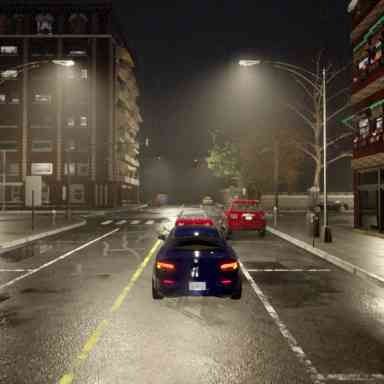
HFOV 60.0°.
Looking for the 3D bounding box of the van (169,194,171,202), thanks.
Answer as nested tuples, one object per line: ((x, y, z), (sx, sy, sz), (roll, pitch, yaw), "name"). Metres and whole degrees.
((-5.686, 1.389, 67.324), (1.690, 1.788, 3.998), (1, 0, 0), "van")

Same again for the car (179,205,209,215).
((0.097, 1.609, 18.025), (1.895, 1.301, 4.718), (0, 0, 0), "car")

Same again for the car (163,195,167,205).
((-5.688, 1.619, 56.246), (1.802, 1.307, 4.206), (1, 0, 0), "car")

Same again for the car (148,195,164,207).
((-5.687, 1.614, 50.709), (1.802, 1.307, 4.206), (1, 0, 0), "car")

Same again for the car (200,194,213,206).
((2.692, 1.562, 56.413), (1.752, 1.417, 4.829), (1, 0, 0), "car")

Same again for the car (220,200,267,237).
((2.704, 1.323, 18.212), (2.192, 1.841, 5.009), (1, 0, 0), "car")

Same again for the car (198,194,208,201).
((2.690, 1.381, 83.933), (2.192, 1.841, 5.009), (1, 0, 0), "car")

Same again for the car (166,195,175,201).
((-5.695, 1.624, 89.479), (2.008, 1.369, 4.403), (1, 0, 0), "car")

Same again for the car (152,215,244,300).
((0.100, 1.529, 8.281), (1.812, 1.442, 4.674), (0, 0, 0), "car")

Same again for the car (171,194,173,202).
((-5.691, 1.635, 72.863), (1.802, 1.307, 4.206), (1, 0, 0), "car")

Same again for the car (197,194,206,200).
((2.688, 1.396, 95.009), (2.192, 1.841, 5.009), (1, 0, 0), "car")

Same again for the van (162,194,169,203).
((-5.685, 1.383, 61.785), (1.690, 1.788, 3.998), (1, 0, 0), "van")

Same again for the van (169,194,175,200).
((-5.692, 1.422, 95.017), (1.690, 1.788, 3.998), (1, 0, 0), "van")

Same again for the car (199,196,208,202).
((2.687, 1.626, 78.395), (1.947, 1.339, 4.313), (1, 0, 0), "car")

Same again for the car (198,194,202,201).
((2.689, 1.604, 72.856), (2.008, 1.369, 4.403), (1, 0, 0), "car")

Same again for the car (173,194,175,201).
((-5.692, 1.610, 78.402), (2.008, 1.369, 4.403), (1, 0, 0), "car")

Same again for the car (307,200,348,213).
((15.205, 1.609, 37.247), (4.313, 1.339, 1.947), (0, -1, 1), "car")
